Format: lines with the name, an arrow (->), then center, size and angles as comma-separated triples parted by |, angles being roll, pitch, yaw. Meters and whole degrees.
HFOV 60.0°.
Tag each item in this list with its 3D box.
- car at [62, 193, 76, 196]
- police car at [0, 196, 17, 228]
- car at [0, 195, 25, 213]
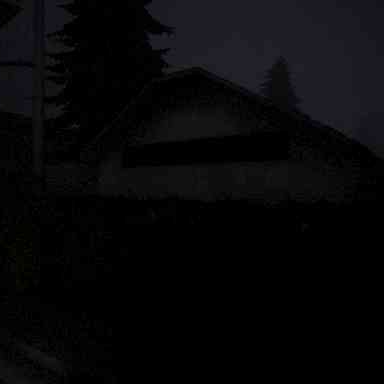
car -> -12.990, 1.089, 36.977 | 3.866, 1.878, 1.905 | 0, 0, 35
police car -> -9.715, 1.114, 16.774 | 1.930, 1.638, 5.238 | 0, 0, 35
car -> -19.797, 1.226, 34.846 | 4.611, 1.667, 2.242 | 0, 0, 35
